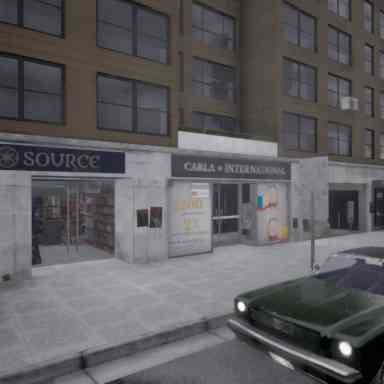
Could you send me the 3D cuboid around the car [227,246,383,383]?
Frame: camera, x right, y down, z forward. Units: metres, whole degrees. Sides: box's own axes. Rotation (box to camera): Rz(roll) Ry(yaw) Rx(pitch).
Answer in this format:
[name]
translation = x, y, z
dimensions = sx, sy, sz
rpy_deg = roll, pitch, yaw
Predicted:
[car]
translation = 2.818, 1.601, 5.043
dimensions = 4.718, 1.301, 1.895
rpy_deg = 0, 0, -35
